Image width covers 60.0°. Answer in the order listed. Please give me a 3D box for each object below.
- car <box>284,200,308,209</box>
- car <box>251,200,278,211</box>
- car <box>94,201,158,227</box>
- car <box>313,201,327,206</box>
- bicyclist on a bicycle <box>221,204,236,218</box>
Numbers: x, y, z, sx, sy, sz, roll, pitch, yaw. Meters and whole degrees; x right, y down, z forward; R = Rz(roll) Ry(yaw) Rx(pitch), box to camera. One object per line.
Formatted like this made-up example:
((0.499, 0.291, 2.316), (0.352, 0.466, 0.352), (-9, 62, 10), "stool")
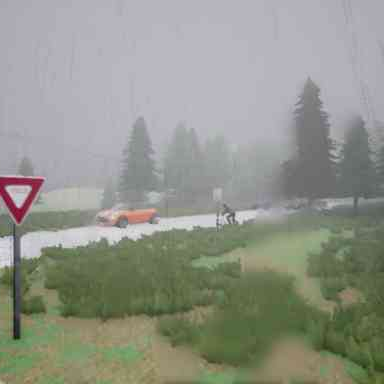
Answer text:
((13.391, 1.718, 42.210), (1.895, 1.301, 4.718), (0, 0, 35), "car")
((9.137, 1.712, 41.907), (1.895, 1.301, 4.718), (0, 0, 35), "car")
((-4.382, 1.464, 22.634), (2.097, 1.767, 4.553), (0, 0, 35), "car")
((19.021, 1.594, 50.344), (1.882, 1.535, 5.008), (0, 0, 35), "car")
((2.163, 1.565, 20.400), (1.656, 1.620, 0.582), (-1, -1, 35), "bicyclist on a bicycle")
